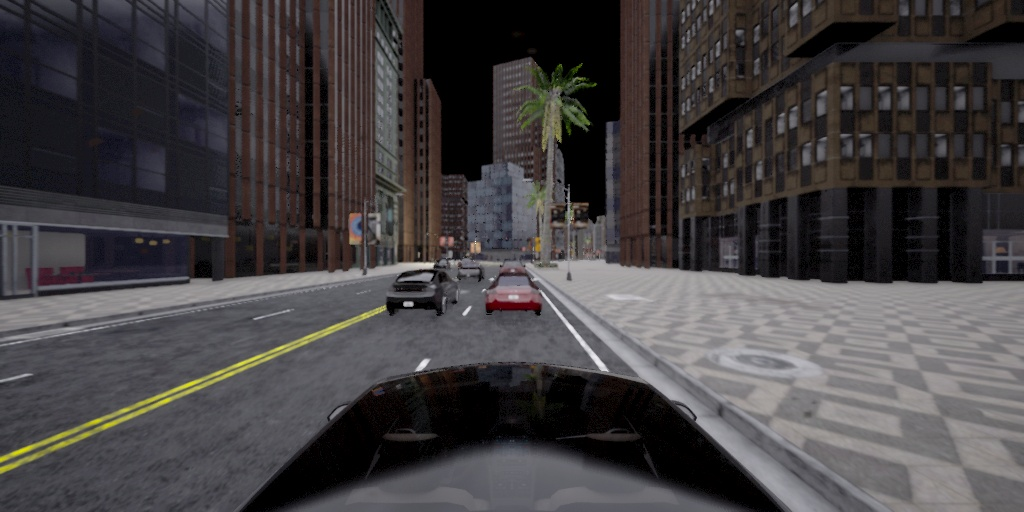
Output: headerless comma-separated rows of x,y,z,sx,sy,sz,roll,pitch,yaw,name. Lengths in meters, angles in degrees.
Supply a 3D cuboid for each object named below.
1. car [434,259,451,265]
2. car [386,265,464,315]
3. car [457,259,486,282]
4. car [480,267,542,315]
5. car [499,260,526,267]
-9.838,1.227,50.655,1.837,1.490,4.892,0,1,0,car
-3.185,1.244,13.488,1.837,1.490,4.892,0,0,0,car
-3.187,1.220,28.826,2.128,1.511,4.902,0,0,0,car
0.065,1.302,13.617,1.994,1.385,4.181,0,0,0,car
0.061,1.079,28.525,2.097,1.767,4.553,0,0,0,car
